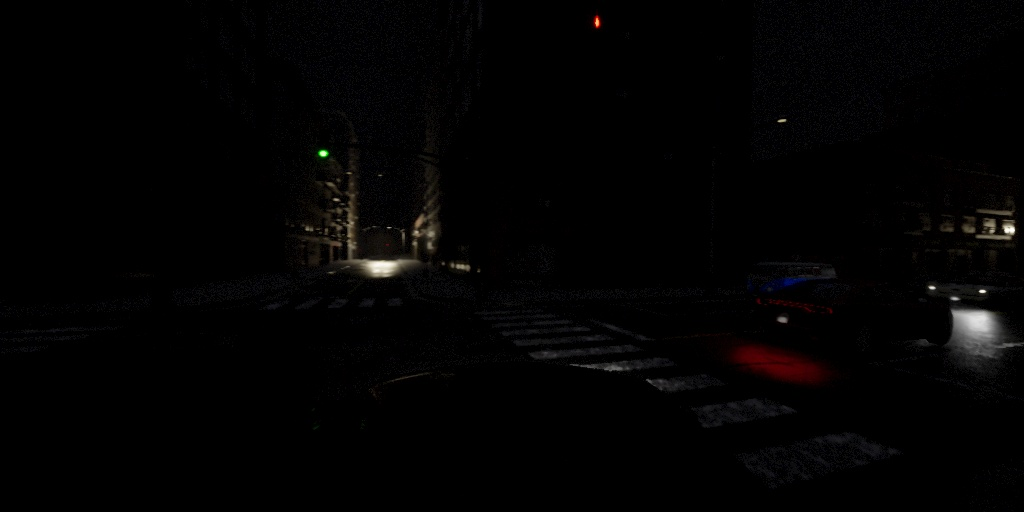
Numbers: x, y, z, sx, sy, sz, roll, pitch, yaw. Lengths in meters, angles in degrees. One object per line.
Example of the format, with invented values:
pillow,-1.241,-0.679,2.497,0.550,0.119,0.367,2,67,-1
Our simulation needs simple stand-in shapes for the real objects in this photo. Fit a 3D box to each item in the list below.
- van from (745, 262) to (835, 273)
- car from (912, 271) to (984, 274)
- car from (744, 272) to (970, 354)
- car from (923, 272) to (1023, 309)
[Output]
van,12.247,1.160,15.829,3.998,1.789,1.690,0,0,-18
car,22.508,1.501,19.235,4.313,1.339,1.948,0,0,-18
car,8.437,1.307,8.854,5.008,1.535,1.882,1,1,-18
car,21.108,1.545,16.067,4.718,1.301,1.895,1,1,-18
